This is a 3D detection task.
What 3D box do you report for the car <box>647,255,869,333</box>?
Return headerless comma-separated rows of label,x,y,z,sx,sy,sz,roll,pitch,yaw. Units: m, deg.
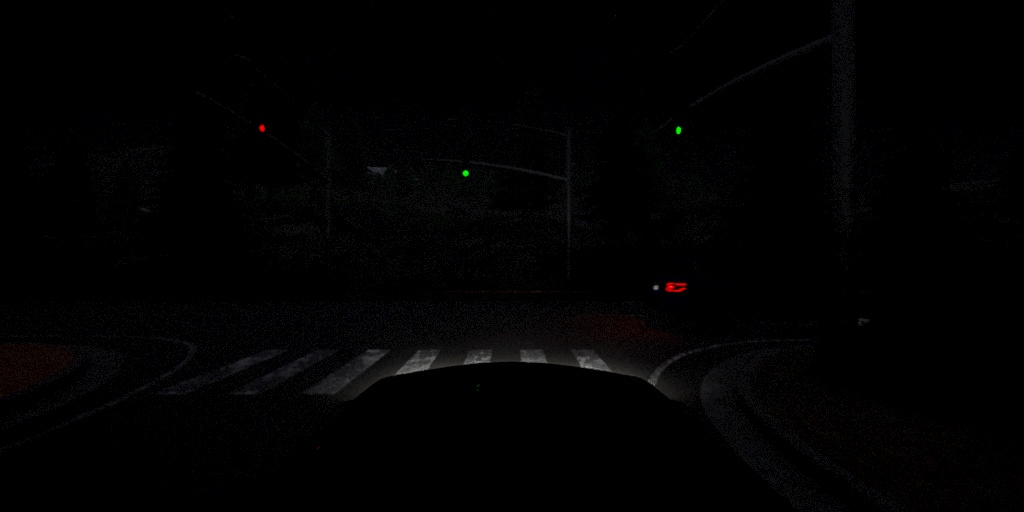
car,6.842,0.996,10.364,5.566,2.045,2.150,0,0,0
